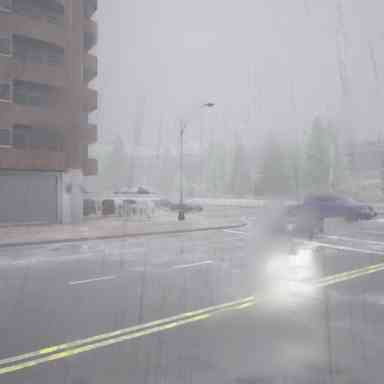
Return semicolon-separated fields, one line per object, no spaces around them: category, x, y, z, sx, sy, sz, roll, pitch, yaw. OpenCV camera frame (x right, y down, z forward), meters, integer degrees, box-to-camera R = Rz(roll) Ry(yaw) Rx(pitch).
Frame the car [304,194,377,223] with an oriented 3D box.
car;11.162;1.174;25.744;2.150;2.045;5.566;0;1;-35

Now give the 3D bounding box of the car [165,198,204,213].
car;-0.658;1.470;36.412;1.812;1.442;4.674;0;0;-36

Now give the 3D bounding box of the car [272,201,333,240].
car;5.695;1.488;17.232;2.128;1.511;4.902;1;1;30

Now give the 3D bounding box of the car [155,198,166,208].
car;-3.094;1.492;45.766;2.033;1.411;5.357;0;0;-38

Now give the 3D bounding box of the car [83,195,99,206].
car;-16.762;1.296;52.074;4.553;1.767;2.097;0;0;21
